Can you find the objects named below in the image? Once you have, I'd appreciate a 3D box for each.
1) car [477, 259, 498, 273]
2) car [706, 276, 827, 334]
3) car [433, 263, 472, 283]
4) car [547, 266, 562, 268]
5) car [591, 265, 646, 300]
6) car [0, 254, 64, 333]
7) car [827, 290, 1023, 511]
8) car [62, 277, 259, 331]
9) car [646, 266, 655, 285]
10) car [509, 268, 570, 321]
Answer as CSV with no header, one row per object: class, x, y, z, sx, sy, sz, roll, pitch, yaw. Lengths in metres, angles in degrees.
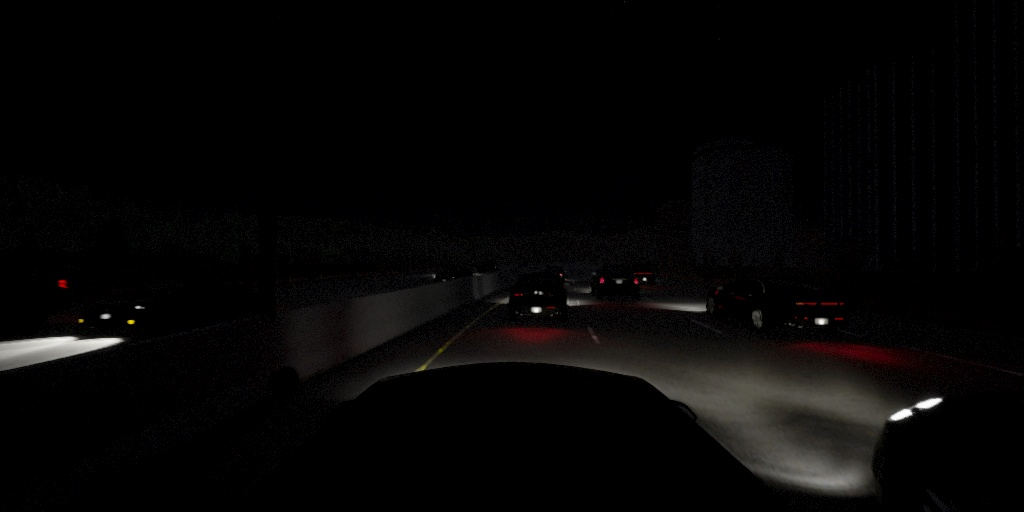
car,-3.617,1.449,53.776,2.150,2.045,5.566,0,-1,9
car,7.816,1.362,11.146,1.837,1.490,4.892,0,0,6
car,-4.295,1.447,26.788,1.837,1.490,4.892,0,-1,9
car,3.619,1.566,30.866,2.033,1.411,5.357,0,-1,9
car,5.388,1.267,19.102,2.097,1.767,4.553,0,-1,8
car,-13.767,0.954,7.830,2.150,2.045,5.566,0,0,4
car,3.721,1.114,0.734,2.097,1.767,4.553,0,0,0
car,-9.992,1.340,10.953,1.994,1.385,4.181,0,0,5
car,10.560,1.545,29.913,1.837,1.490,4.892,0,-1,9
car,1.000,1.346,12.917,1.837,1.490,4.892,0,0,7
